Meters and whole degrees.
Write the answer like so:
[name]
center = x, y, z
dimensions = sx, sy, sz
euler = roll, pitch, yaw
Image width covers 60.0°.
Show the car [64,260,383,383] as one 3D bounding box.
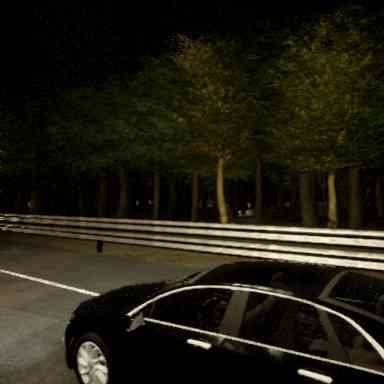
[car]
center = 0.600, 1.527, 3.564
dimensions = 4.892, 1.490, 1.837
euler = -1, -1, 36
